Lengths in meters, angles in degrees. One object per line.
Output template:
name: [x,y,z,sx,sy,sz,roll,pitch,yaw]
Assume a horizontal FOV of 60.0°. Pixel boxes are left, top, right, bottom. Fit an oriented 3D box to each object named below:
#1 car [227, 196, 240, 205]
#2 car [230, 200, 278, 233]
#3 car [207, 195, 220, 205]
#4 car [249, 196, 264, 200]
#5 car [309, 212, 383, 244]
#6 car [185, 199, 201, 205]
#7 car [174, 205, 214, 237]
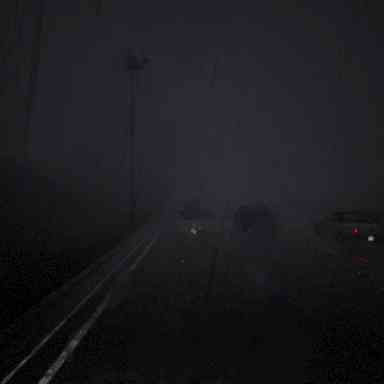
car: [7.071,1.368,57.159,1.882,1.535,5.008,0,0,0]
car: [3.594,1.438,19.467,1.882,1.535,5.008,0,0,0]
car: [3.570,1.252,56.102,2.097,1.767,4.553,0,0,0]
car: [10.571,1.390,54.701,1.837,1.490,4.892,0,0,0]
car: [7.138,1.560,15.520,1.895,1.301,4.718,0,0,0]
car: [0.079,1.496,41.413,1.994,1.385,4.181,0,0,0]
car: [0.091,1.572,17.649,1.895,1.301,4.718,0,0,0]
